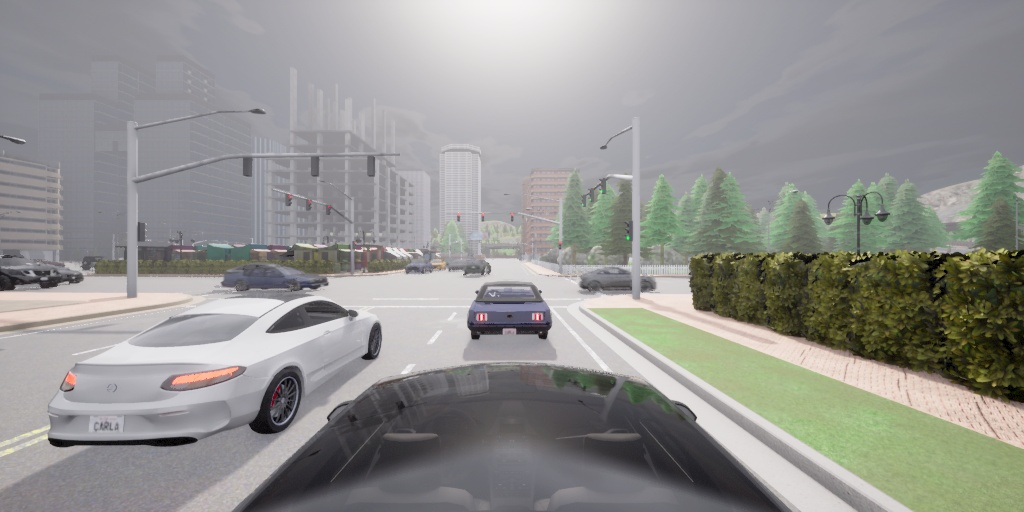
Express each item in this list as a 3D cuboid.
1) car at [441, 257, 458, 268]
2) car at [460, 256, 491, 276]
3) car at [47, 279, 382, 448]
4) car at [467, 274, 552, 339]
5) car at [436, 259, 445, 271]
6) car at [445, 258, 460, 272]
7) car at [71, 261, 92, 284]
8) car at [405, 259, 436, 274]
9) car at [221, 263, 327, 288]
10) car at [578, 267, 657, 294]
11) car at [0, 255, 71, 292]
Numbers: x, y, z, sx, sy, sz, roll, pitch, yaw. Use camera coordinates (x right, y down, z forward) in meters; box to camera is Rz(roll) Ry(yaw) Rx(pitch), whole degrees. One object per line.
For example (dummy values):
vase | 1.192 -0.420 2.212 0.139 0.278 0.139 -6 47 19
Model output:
car | -10.549 1.102 60.606 2.097 1.767 4.553 0 0 0
car | -3.566 1.102 37.428 2.097 1.767 4.553 0 0 7
car | -3.507 1.276 5.376 1.812 1.442 4.674 0 0 -1
car | -0.092 1.351 9.984 1.895 1.301 4.718 0 0 -1
car | -10.582 1.228 50.536 1.882 1.535 5.008 0 0 0
car | -7.090 1.255 46.914 1.837 1.490 4.892 0 0 0
car | -32.364 1.256 24.528 4.892 1.490 1.837 0 0 2
car | -10.727 1.102 41.572 2.097 1.767 4.553 0 0 3
car | -13.489 1.297 20.523 5.357 1.411 2.033 0 0 2
car | 5.824 1.314 20.008 4.181 1.385 1.994 0 0 2
car | -29.994 0.970 20.963 5.566 2.045 2.150 0 0 2
